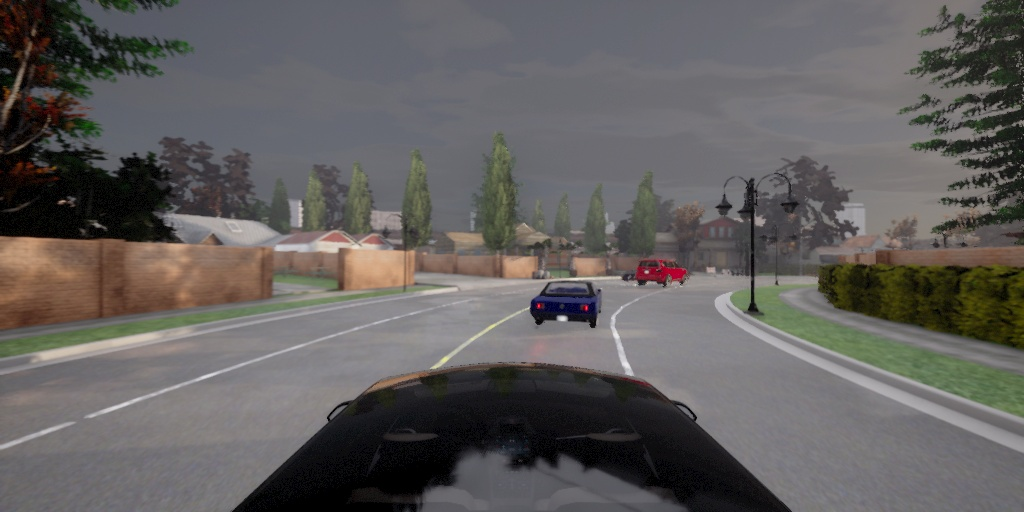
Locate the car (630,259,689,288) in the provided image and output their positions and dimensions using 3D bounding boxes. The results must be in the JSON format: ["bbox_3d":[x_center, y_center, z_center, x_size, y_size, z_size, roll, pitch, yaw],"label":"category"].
[{"bbox_3d":[11.625,1.287,27.667,5.566,2.045,2.150,1,-1,-44],"label":"car"}]

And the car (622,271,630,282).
[{"bbox_3d":[11.824,1.702,32.552,4.181,1.385,1.994,1,-1,-38],"label":"car"}]

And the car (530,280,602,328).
[{"bbox_3d":[2.010,1.456,12.008,1.895,1.301,4.718,0,-1,16],"label":"car"}]
